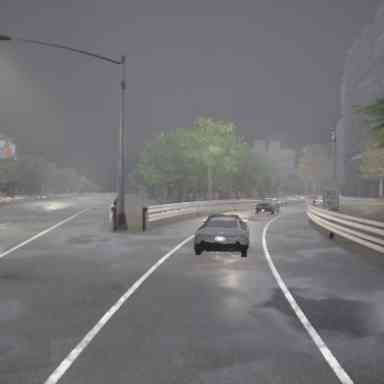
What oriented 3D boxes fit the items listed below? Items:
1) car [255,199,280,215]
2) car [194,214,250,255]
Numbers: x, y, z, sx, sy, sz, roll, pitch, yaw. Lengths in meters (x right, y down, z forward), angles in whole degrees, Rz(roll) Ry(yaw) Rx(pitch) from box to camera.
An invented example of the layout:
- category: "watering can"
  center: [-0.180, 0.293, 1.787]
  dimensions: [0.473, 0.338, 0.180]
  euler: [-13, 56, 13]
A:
- category: "car"
  center: [8.026, 1.542, 34.994]
  dimensions: [1.837, 1.490, 4.892]
  euler: [0, 0, 25]
- category: "car"
  center: [1.300, 1.577, 13.416]
  dimensions: [1.994, 1.385, 4.181]
  euler: [0, 0, 10]
